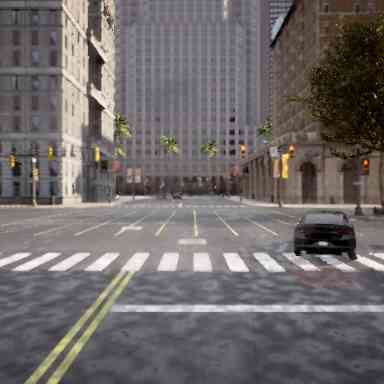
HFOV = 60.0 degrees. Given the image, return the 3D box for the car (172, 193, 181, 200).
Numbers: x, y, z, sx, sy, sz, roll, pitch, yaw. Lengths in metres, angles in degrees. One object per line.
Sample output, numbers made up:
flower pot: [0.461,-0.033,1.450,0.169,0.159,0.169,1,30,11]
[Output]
car: [-3.392,1.009,73.967,2.033,1.411,5.357,0,0,1]

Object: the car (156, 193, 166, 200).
car: [-6.891,0.994,73.996,2.128,1.511,4.902,0,0,1]

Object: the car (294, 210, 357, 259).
car: [5.002,1.409,12.398,1.882,1.535,5.008,-2,0,24]
